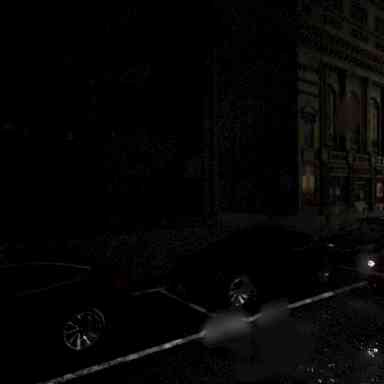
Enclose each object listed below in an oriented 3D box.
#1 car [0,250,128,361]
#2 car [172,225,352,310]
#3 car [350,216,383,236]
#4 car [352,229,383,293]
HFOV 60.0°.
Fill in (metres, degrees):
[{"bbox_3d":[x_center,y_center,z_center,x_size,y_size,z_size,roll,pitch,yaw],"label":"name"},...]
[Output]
[{"bbox_3d":[-3.004,1.566,4.509,4.313,1.339,1.947,0,0,-36],"label":"car"},{"bbox_3d":[1.584,1.541,7.783,4.313,1.339,1.947,0,0,-36],"label":"car"},{"bbox_3d":[6.172,1.502,11.057,4.403,1.369,2.008,0,0,-36],"label":"car"},{"bbox_3d":[5.888,1.561,7.581,4.718,1.301,1.895,0,0,-36],"label":"car"}]
